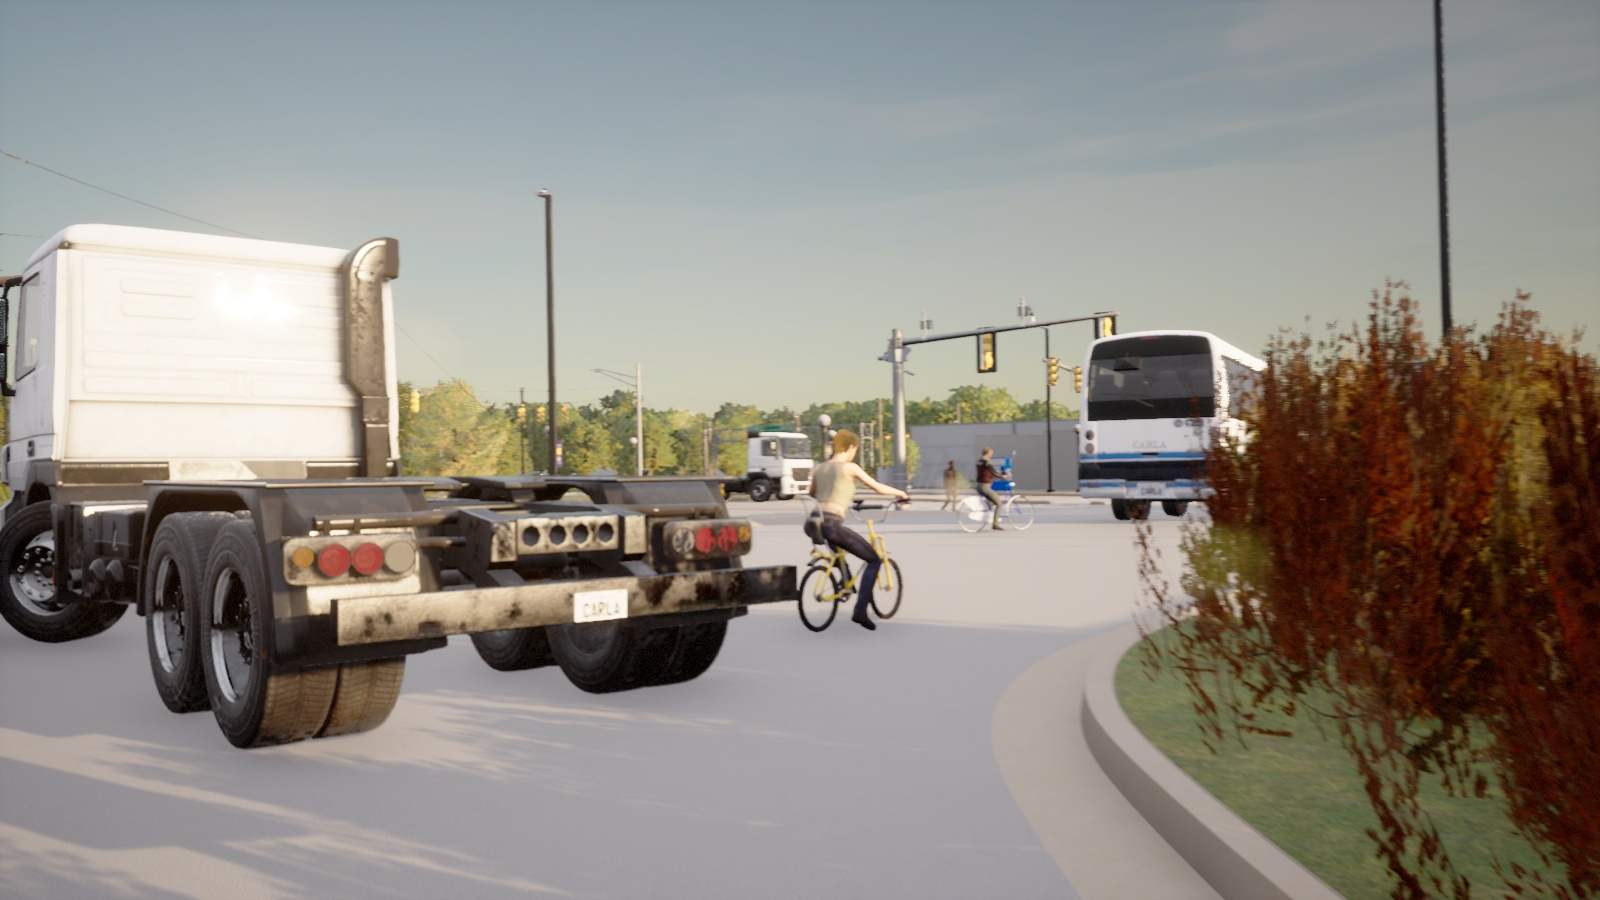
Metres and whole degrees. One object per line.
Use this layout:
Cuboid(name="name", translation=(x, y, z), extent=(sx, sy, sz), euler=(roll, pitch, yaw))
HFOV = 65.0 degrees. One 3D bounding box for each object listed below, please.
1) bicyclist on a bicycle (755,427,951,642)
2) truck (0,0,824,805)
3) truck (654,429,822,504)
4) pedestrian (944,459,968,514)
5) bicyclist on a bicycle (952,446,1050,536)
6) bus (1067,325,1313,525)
Cuboid(name="bicyclist on a bicycle", translation=(0.458, 0.643, 10.291), extent=(0.866, 1.612, 1.509), euler=(-2, -1, 38))
Cuboid(name="truck", translation=(-3.544, -0.211, 9.149), extent=(2.891, 3.462, 7.936), euler=(0, -1, -40))
Cuboid(name="truck", translation=(-3.124, 0.890, 62.484), extent=(7.936, 3.462, 2.891), euler=(-2, -2, 29))
Cuboid(name="pedestrian", translation=(5.230, 1.213, 42.223), extent=(0.431, 1.840, 0.703), euler=(-1, -1, -28))
Cuboid(name="bicyclist on a bicycle", translation=(4.142, 0.833, 25.897), extent=(1.843, 1.776, 0.659), euler=(-2, -1, -21))
Cuboid(name="bus", translation=(10.323, -0.342, 32.143), extent=(3.944, 4.253, 10.273), euler=(-1, -2, 29))
